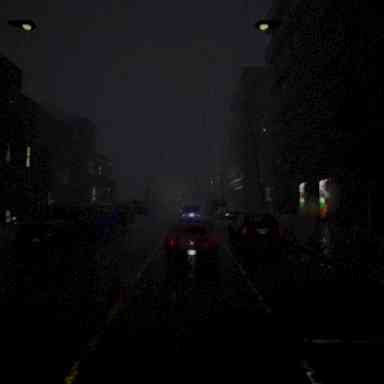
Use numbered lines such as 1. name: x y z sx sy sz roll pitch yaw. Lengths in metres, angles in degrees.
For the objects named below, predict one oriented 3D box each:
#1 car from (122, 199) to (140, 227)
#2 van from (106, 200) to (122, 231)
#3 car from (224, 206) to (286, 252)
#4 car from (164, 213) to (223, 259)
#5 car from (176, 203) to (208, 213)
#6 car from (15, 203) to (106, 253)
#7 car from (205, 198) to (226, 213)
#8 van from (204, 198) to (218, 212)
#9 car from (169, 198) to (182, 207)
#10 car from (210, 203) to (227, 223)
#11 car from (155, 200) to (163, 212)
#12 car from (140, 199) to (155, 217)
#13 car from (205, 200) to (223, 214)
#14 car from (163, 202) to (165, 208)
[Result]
1. car: -5.673 1.573 25.459 2.192 1.841 5.009 1 -1 0
2. van: -5.674 1.545 20.052 1.690 1.788 3.998 1 -1 0
3. car: 2.705 1.589 14.638 1.967 1.590 4.097 1 -1 0
4. car: 0.012 1.737 13.270 1.895 1.301 4.718 0 -1 0
5. car: 0.005 1.826 27.546 2.033 1.411 5.357 0 -1 0
6. car: -5.673 1.465 14.645 2.192 1.841 5.009 1 -1 0
7. car: 2.705 1.680 36.266 2.192 1.841 5.009 1 -1 0
8. van: 2.704 1.814 47.080 1.690 1.788 3.998 1 -1 0
9. car: -3.024 2.129 63.558 2.128 1.511 4.902 0 -1 0
10. car: 2.702 1.808 25.450 2.008 1.369 4.403 1 -1 0
11. car: -5.678 1.913 47.086 1.967 1.590 4.097 1 -1 0
12. car: -5.675 1.681 36.273 2.192 1.841 5.009 1 -1 0
13. car: 2.702 1.859 41.672 1.967 1.590 4.097 1 -1 0
14. car: -5.682 2.131 57.898 2.008 1.369 4.403 1 -1 0
